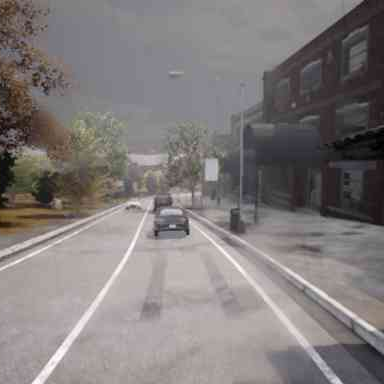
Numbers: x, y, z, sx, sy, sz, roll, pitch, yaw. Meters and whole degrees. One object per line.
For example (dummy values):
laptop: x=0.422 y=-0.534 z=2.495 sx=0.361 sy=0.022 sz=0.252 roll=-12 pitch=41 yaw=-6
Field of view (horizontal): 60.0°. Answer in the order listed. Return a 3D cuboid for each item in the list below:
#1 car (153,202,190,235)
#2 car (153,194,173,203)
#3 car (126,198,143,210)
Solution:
car: x=-1.176 y=1.505 z=18.483 sx=1.812 sy=1.442 sz=4.674 roll=-1 pitch=0 yaw=-6
car: x=-3.361 y=1.205 z=38.911 sx=2.150 sy=2.045 sz=5.566 roll=-1 pitch=0 yaw=-6
car: x=-7.533 y=1.558 z=43.262 sx=1.812 sy=1.442 sz=4.674 roll=-1 pitch=0 yaw=-6
